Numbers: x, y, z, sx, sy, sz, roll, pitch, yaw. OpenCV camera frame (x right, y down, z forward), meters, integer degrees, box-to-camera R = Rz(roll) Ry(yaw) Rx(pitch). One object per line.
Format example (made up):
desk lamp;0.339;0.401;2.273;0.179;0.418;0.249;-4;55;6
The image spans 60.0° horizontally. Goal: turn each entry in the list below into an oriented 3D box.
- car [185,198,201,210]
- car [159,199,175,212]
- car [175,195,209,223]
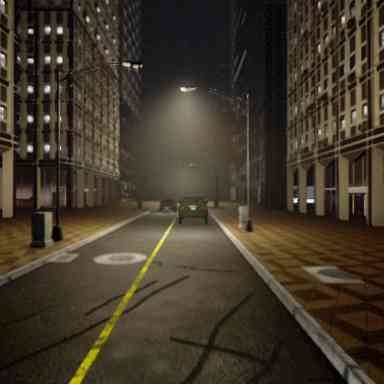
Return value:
car;0.090;1.574;43.126;1.994;1.385;4.181;0;0;0
car;-2.760;1.538;38.723;1.812;1.442;4.674;0;0;0
car;0.095;1.230;25.556;2.150;2.045;5.566;0;0;0
